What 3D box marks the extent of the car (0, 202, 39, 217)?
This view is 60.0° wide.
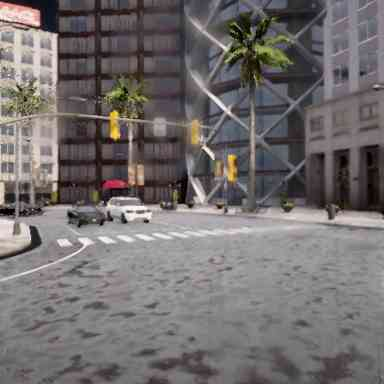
[{"bbox_3d":[-19.663,2.037,36.730,4.718,1.301,1.895,-1,0,26],"label":"car"}]

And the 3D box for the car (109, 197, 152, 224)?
[{"bbox_3d":[-5.324,1.463,27.488,2.150,2.045,5.566,0,0,-33],"label":"car"}]

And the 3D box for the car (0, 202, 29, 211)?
[{"bbox_3d":[-27.245,2.162,50.270,4.181,1.385,1.994,-1,0,11],"label":"car"}]

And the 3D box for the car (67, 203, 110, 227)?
[{"bbox_3d":[-8.137,1.734,25.346,1.882,1.535,5.008,0,0,-32],"label":"car"}]

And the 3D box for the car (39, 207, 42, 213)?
[{"bbox_3d":[-20.866,2.079,41.099,4.718,1.301,1.895,-1,0,22],"label":"car"}]
